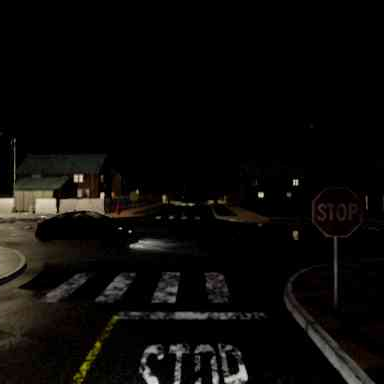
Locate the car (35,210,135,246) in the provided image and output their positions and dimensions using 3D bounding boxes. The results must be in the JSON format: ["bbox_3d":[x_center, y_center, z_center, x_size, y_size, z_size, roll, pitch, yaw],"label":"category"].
[{"bbox_3d":[-4.688,1.522,14.781,4.181,1.385,1.994,1,0,8],"label":"car"}]

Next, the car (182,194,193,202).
[{"bbox_3d":[-0.932,1.200,72.341,2.097,1.767,4.553,0,0,2],"label":"car"}]
